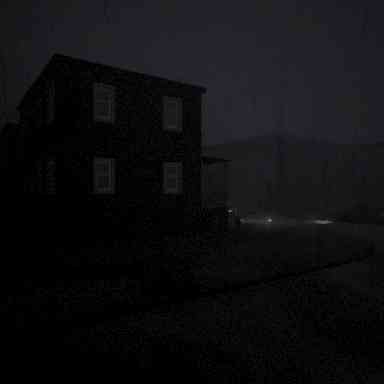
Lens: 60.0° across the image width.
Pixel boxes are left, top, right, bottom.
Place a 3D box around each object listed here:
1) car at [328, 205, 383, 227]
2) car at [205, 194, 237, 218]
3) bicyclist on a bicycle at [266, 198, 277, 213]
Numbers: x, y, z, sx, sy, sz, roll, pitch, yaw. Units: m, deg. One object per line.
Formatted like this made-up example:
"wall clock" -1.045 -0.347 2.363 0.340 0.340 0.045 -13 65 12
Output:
"car" 11.533 1.564 22.752 1.994 1.385 4.181 0 0 -35
"car" 1.575 1.221 29.786 2.150 2.045 5.566 0 0 -35
"bicyclist on a bicycle" 8.322 1.348 34.790 1.656 1.620 0.582 0 0 -35
